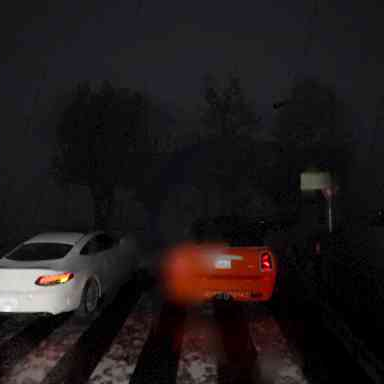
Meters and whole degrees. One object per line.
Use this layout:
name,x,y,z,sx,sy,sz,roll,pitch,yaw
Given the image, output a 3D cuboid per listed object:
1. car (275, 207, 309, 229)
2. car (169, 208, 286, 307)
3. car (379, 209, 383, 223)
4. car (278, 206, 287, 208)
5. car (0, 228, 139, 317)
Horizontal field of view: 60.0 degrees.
car,6.596,2.083,24.394,4.181,1.385,1.994,0,-4,-33
car,0.834,1.322,8.161,2.097,1.767,4.553,-1,0,7
car,16.591,1.679,26.207,4.674,1.442,1.812,-1,-3,-31
car,19.084,3.782,71.160,4.902,1.511,2.128,-3,-6,41
car,-2.560,1.532,7.387,1.812,1.442,4.674,-1,0,6
